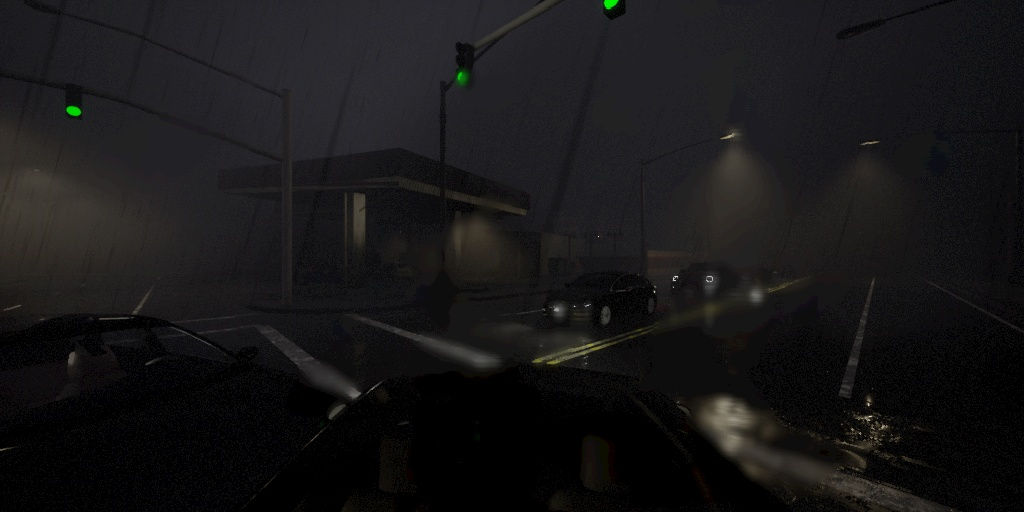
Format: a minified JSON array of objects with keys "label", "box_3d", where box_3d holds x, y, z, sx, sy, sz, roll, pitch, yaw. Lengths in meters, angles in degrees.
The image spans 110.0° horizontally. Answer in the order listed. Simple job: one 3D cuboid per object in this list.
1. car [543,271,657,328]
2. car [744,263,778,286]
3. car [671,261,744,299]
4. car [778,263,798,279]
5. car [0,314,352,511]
[{"label":"car","box_3d":[3.006,1.255,11.584,4.892,1.490,1.837,0,0,-45]},{"label":"car","box_3d":[16.919,1.314,25.190,1.994,1.385,4.181,0,0,45]},{"label":"car","box_3d":[9.918,1.102,18.355,4.553,1.767,2.097,0,0,-44]},{"label":"car","box_3d":[24.129,1.314,32.166,4.181,1.385,1.994,0,0,-44]},{"label":"car","box_3d":[-3.393,1.242,2.634,4.902,1.511,2.128,0,0,15]}]
